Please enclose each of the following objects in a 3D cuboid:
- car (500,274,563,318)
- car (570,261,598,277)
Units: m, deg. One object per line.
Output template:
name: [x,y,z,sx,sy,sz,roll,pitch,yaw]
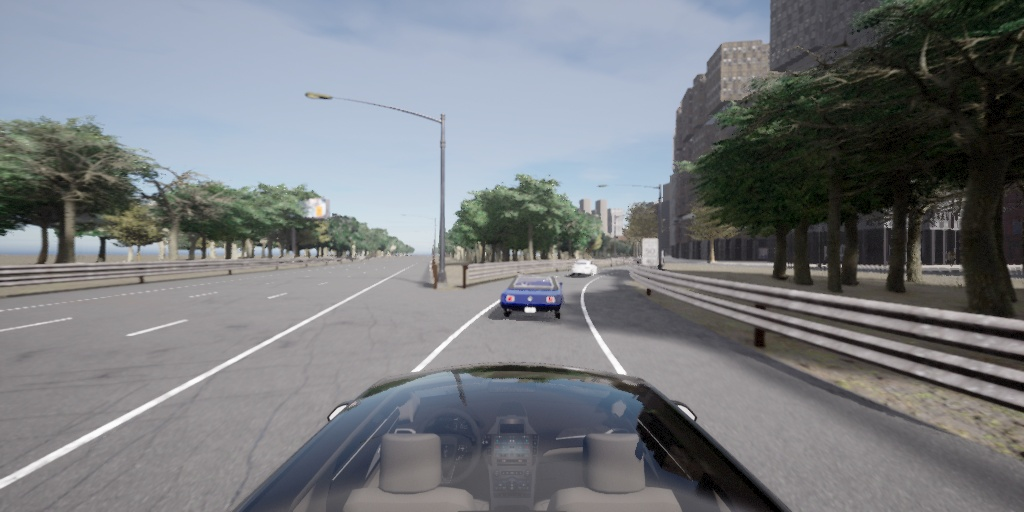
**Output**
car: [0.885,1.308,12.889,1.895,1.301,4.718,0,0,8]
car: [6.874,1.161,33.951,1.812,1.442,4.674,0,0,23]
